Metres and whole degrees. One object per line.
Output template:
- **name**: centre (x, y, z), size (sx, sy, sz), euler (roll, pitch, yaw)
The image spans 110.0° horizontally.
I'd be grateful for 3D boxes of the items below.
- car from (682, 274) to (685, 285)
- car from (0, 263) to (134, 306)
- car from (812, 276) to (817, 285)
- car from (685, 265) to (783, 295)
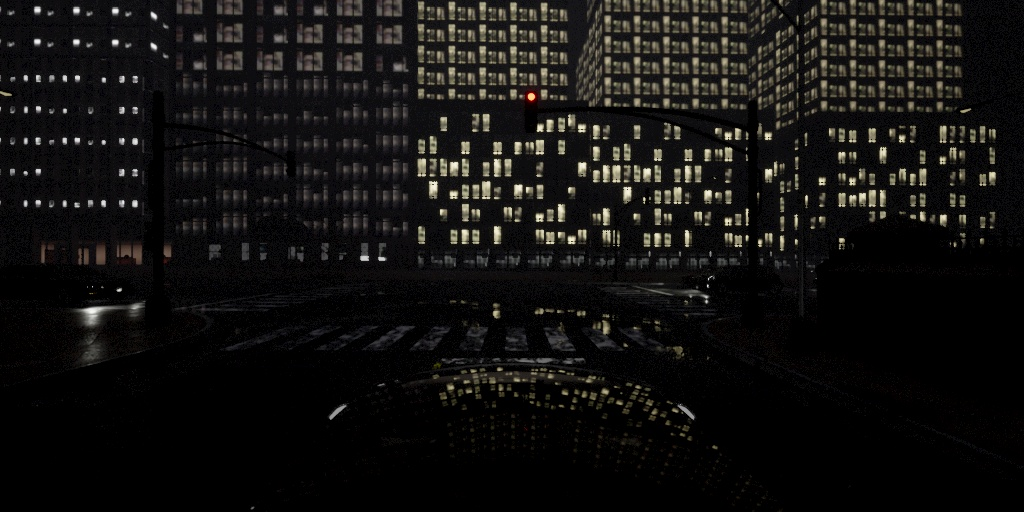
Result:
- **car**: centre (14.134, 1.429, 24.283), size (5.008, 1.535, 1.882), euler (1, 0, -2)
- **car**: centre (-17.613, 1.043, 13.828), size (4.892, 1.490, 1.837), euler (1, 0, -1)
- **car**: centre (23.459, 1.666, 24.435), size (4.718, 1.301, 1.895), euler (1, 0, -1)
- **car**: centre (13.083, 1.283, 21.019), size (4.553, 1.767, 2.097), euler (1, 0, -1)
